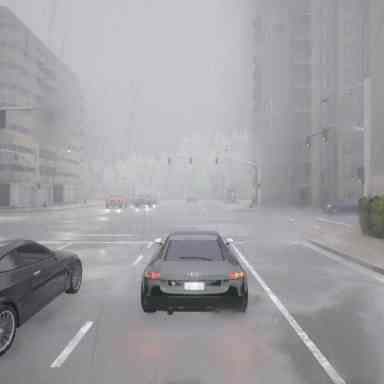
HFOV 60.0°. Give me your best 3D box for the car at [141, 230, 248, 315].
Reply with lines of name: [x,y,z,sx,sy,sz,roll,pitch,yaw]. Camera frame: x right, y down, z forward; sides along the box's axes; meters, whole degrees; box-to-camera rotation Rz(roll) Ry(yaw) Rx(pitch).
car: [0.049,1.564,7.650,1.994,1.385,4.181,0,0,0]

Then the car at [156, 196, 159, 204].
car: [-7.193,1.491,60.662,2.128,1.511,4.902,0,0,0]

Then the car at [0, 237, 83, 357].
car: [-3.460,1.526,5.848,1.812,1.442,4.674,0,0,0]

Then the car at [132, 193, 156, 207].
car: [-7.203,1.221,50.638,2.150,2.045,5.566,0,0,0]

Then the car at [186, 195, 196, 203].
car: [-0.150,1.355,72.566,2.097,1.767,4.553,0,0,0]

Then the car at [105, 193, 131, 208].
car: [-10.698,1.221,47.506,2.150,2.045,5.566,0,0,0]

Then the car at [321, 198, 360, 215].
car: [15.514,1.352,33.689,4.553,1.767,2.097,0,0,1]
